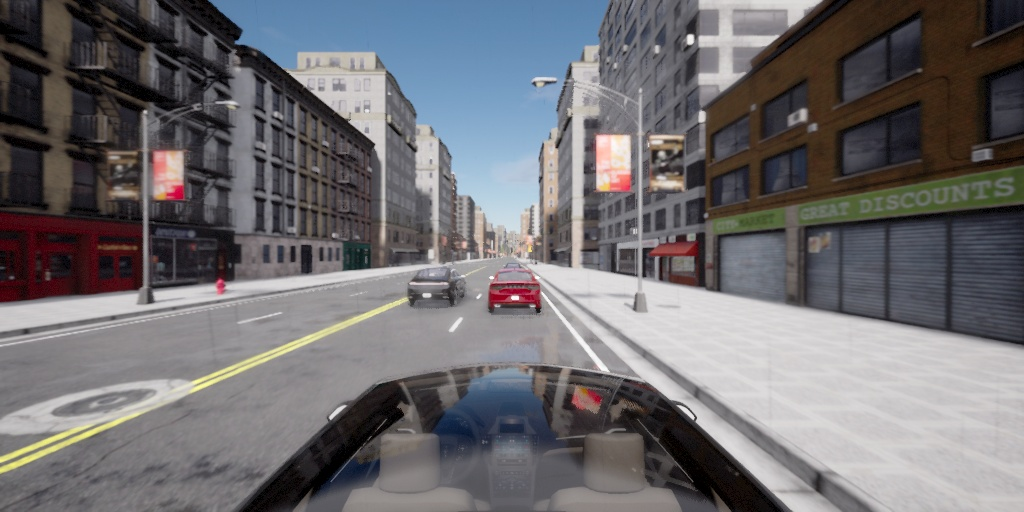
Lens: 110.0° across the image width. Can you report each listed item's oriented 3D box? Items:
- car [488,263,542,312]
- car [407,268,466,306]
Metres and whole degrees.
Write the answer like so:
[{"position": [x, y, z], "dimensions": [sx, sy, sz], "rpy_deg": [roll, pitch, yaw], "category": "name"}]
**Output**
[{"position": [0.102, 1.231, 14.289], "dimensions": [1.882, 1.535, 5.008], "rpy_deg": [0, 0, 0], "category": "car"}, {"position": [-3.148, 1.245, 15.726], "dimensions": [2.128, 1.511, 4.902], "rpy_deg": [0, 0, 0], "category": "car"}]
